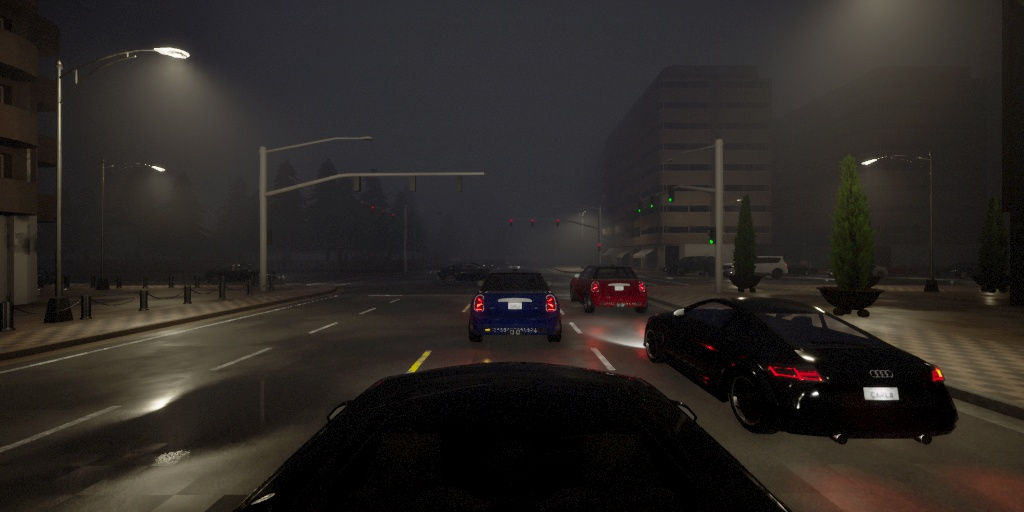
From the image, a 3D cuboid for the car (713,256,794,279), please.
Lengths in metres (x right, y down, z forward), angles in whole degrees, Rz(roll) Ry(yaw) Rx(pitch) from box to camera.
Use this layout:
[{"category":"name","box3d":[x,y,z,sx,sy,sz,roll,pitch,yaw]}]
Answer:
[{"category":"car","box3d":[22.169,1.027,33.036,5.566,2.045,2.150,0,0,0]}]

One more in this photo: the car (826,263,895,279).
[{"category":"car","box3d":[31.806,1.331,33.068,4.674,1.442,1.812,0,0,0]}]

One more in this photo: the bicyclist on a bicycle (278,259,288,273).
[{"category":"bicyclist on a bicycle","box3d":[-25.611,1.106,40.135,0.582,1.620,1.656,0,0,0]}]

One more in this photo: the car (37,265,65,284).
[{"category":"car","box3d":[-35.073,1.312,25.620,4.892,1.490,1.837,-1,0,0]}]

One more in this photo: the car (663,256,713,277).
[{"category":"car","box3d":[18.422,1.027,36.521,5.566,2.045,2.150,0,0,0]}]

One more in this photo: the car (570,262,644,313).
[{"category":"car","box3d":[3.606,1.102,14.151,2.097,1.767,4.553,0,0,0]}]

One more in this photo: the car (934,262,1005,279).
[{"category":"car","box3d":[42.130,1.283,33.091,5.008,1.535,1.882,0,0,0]}]

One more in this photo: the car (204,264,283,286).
[{"category":"car","box3d":[-19.123,1.297,25.677,4.902,1.511,2.128,0,0,0]}]

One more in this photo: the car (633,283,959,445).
[{"category":"car","box3d":[3.607,1.314,5.510,1.994,1.385,4.181,0,0,0]}]

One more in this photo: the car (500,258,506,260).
[{"category":"car","box3d":[-2.023,1.297,62.041,2.033,1.411,5.357,0,0,14]}]

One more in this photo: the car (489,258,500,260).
[{"category":"car","box3d":[-3.218,1.255,52.332,1.837,1.490,4.892,0,0,3]}]

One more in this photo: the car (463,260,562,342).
[{"category":"car","box3d":[0.083,1.102,9.923,2.097,1.767,4.553,0,0,0]}]

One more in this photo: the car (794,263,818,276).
[{"category":"car","box3d":[28.181,1.406,36.557,4.718,1.301,1.895,0,0,0]}]

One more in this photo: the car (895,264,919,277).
[{"category":"car","box3d":[38.227,1.406,36.588,4.718,1.301,1.895,0,0,0]}]

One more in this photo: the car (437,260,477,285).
[{"category":"car","box3d":[-2.878,1.254,25.744,4.902,1.511,2.128,0,0,0]}]
